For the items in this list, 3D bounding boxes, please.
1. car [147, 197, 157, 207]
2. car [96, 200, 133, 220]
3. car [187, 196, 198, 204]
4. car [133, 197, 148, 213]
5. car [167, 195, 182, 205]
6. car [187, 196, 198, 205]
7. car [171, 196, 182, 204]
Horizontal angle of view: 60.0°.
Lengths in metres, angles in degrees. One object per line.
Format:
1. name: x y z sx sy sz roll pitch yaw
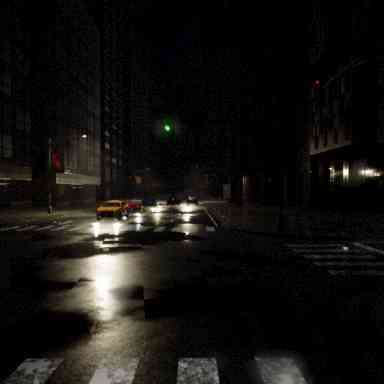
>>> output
1. car: -6.519 1.484 50.583 1.882 1.535 5.008 0 0 0
2. car: -6.553 1.479 27.952 1.882 1.535 5.008 0 0 0
3. car: 0.089 1.573 67.485 1.994 1.385 4.181 0 0 0
4. car: -6.545 1.604 37.985 1.895 1.301 4.718 0 0 0
5. car: -3.175 1.359 57.421 2.097 1.767 4.553 0 0 0
6. car: 0.074 1.499 57.064 2.128 1.511 4.902 0 0 0
7. car: -3.162 1.573 67.489 1.994 1.385 4.181 0 0 0
